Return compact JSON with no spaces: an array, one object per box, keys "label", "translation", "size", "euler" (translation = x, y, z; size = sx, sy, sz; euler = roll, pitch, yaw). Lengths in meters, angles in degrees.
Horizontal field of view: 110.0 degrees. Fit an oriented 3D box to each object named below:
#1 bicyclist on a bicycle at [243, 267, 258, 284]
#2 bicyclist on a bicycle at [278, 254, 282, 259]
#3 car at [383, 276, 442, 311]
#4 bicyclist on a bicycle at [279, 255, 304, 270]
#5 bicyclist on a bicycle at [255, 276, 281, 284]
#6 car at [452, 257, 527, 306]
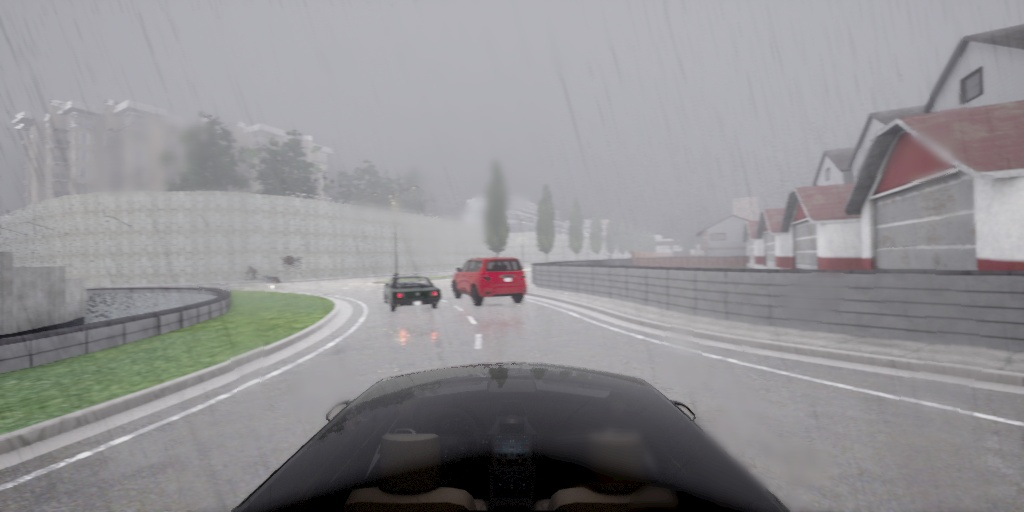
[{"label":"bicyclist on a bicycle","translation":[-24.429,1.792,33.699],"size":[0.582,1.620,1.656],"euler":[12,10,19]},{"label":"bicyclist on a bicycle","translation":[-20.925,0.503,33.363],"size":[1.620,1.656,0.582],"euler":[-10,18,15]},{"label":"car","translation":[-4.477,1.518,15.580],"size":[1.895,1.301,4.718],"euler":[-1,0,-24]},{"label":"bicyclist on a bicycle","translation":[-20.360,0.478,33.335],"size":[1.620,1.656,0.582],"euler":[16,-53,-26]},{"label":"bicyclist on a bicycle","translation":[-22.655,2.280,33.780],"size":[1.620,0.582,1.656],"euler":[7,13,-12]},{"label":"car","translation":[-1.227,1.081,16.885],"size":[2.150,2.045,5.566],"euler":[-1,0,-23]}]
